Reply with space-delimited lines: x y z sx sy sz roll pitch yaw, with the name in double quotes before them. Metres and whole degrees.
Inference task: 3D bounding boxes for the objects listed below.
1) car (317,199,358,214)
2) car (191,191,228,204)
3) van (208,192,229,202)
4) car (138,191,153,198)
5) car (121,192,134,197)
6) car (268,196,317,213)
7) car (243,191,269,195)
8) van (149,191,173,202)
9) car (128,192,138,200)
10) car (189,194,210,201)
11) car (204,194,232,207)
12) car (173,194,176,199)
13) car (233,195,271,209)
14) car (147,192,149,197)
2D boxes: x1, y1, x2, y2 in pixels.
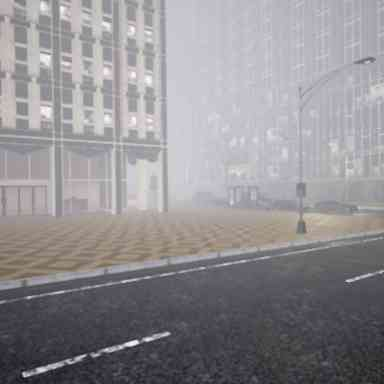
"car" 14.497 1.388 33.715 1.994 1.385 4.181 -1 1 -34
"car" 2.600 0.854 51.158 2.150 2.045 5.566 -1 1 -34
"van" 4.620 0.832 58.465 1.690 1.788 3.998 -1 1 -34
"car" -11.401 0.663 81.937 1.967 1.590 4.097 -1 1 -34
"car" -17.809 0.666 91.327 2.008 1.369 4.403 -1 1 -34
"car" 10.409 1.406 34.895 1.947 1.339 4.313 -1 1 -34
"car" 8.633 0.952 42.301 2.150 2.045 5.566 -1 1 -34
"van" -5.505 0.919 58.436 1.690 1.788 3.998 -1 1 -34
"car" -11.914 1.022 67.827 2.008 1.369 4.403 -1 1 -34
"car" 1.417 1.020 63.162 1.802 1.307 4.206 -1 1 -34
"car" 4.063 1.302 44.328 1.947 1.339 4.313 -1 1 -34
"car" -4.992 0.913 72.551 1.802 1.307 4.206 -1 1 -34
"car" 7.219 1.370 39.601 1.802 1.307 4.206 -1 1 -34
"car" -8.196 0.592 77.242 2.192 1.841 5.009 -1 1 -34
